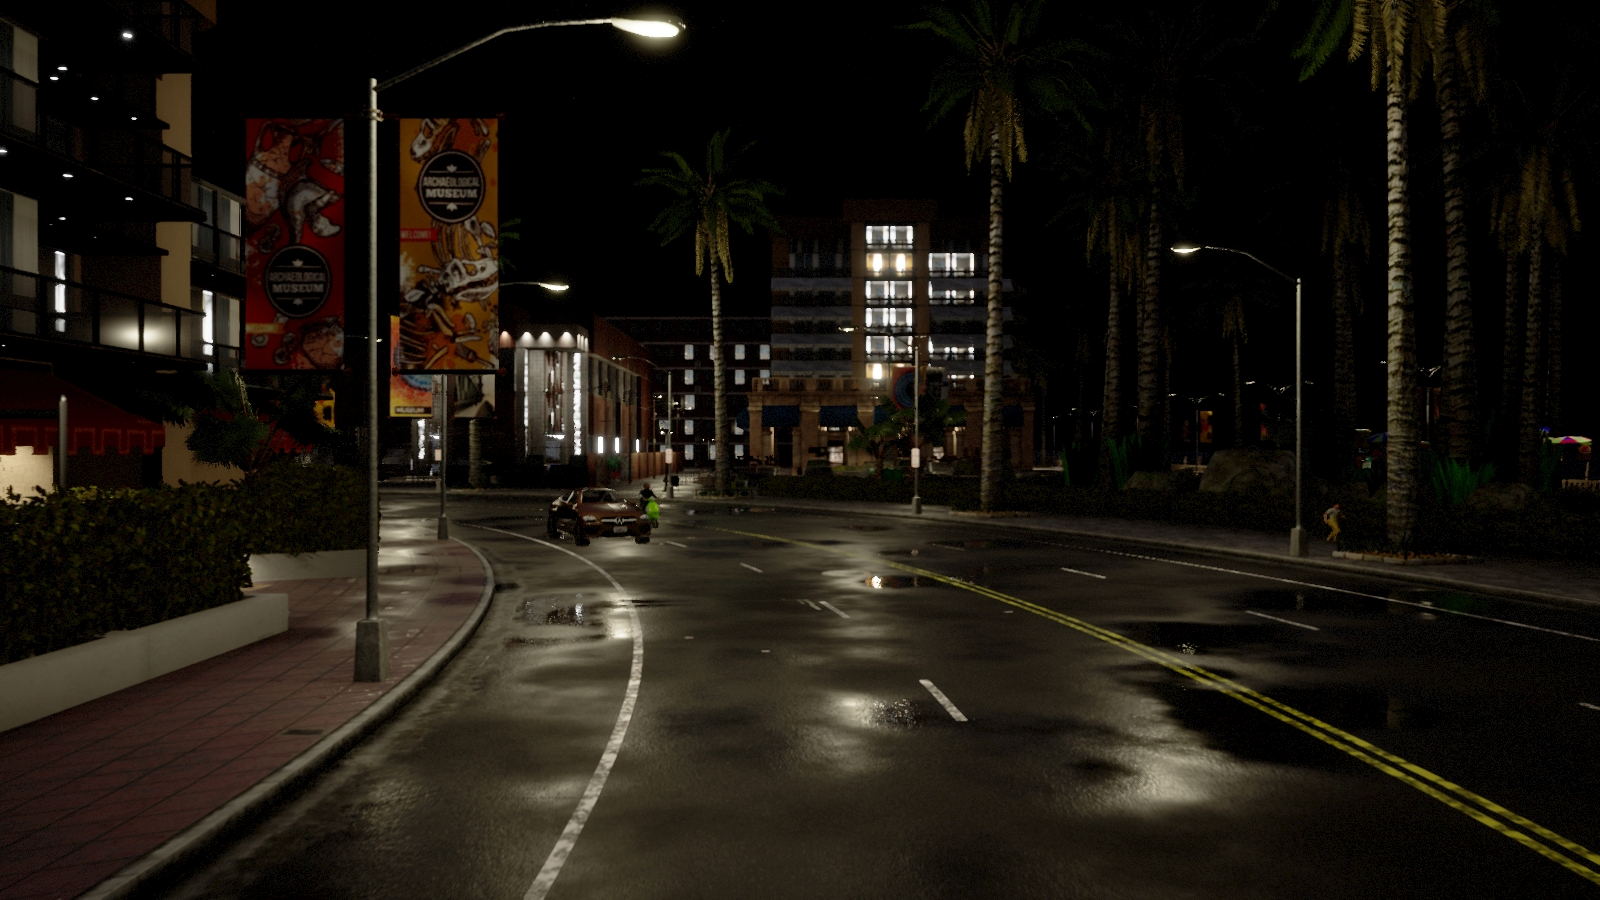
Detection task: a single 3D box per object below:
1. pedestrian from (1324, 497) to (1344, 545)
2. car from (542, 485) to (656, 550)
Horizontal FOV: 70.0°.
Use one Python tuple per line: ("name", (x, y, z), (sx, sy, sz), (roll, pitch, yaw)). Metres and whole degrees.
("pedestrian", (14.940, 1.978, 31.965), (0.375, 1.300, 0.375), (0, 0, -26))
("car", (-6.247, 1.992, 35.030), (2.152, 1.651, 5.027), (0, 0, -26))
